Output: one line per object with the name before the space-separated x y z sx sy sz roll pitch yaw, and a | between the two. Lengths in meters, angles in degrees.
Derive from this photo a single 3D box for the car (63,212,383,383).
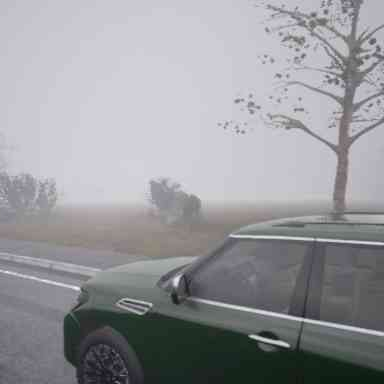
car | 1.203 1.212 3.042 5.566 2.045 2.150 0 0 35
